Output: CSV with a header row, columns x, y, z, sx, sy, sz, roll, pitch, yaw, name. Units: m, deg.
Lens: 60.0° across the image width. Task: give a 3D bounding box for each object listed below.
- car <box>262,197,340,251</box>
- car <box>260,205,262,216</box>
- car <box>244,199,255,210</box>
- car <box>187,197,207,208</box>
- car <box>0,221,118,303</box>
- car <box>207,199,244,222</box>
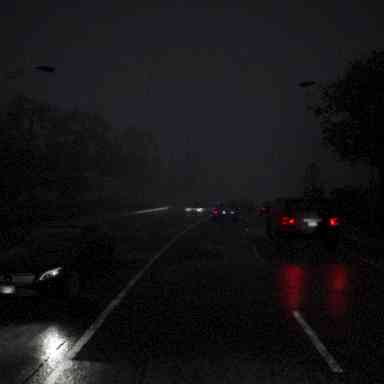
x,y,z,sx,sy,sz,roll,pitch,yaw,name
4.486,1.215,14.211,2.150,2.045,5.566,0,0,6,car
7.508,1.534,31.790,2.033,1.411,5.357,0,0,13,car
6.865,1.534,42.417,1.994,1.385,4.181,0,0,17,car
0.834,1.444,47.209,1.837,1.490,4.892,0,0,19,car
-3.201,1.508,8.370,1.812,1.442,4.674,0,0,4,car
2.767,1.523,26.344,2.033,1.411,5.357,0,0,11,car
